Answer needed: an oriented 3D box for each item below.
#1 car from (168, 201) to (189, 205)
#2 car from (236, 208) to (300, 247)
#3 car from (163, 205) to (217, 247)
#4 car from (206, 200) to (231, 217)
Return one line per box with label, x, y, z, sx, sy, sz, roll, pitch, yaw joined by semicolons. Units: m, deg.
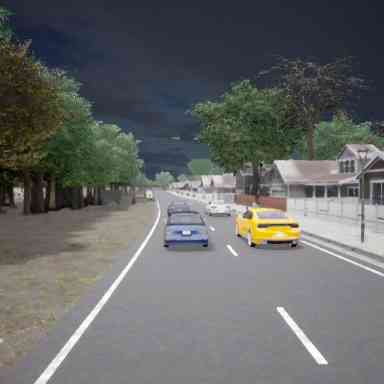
car;-1.206;1.460;29.775;1.994;1.385;4.181;0;0;-5
car;3.194;1.452;14.873;1.882;1.535;5.008;0;0;-2
car;-0.303;1.532;14.734;2.033;1.411;5.357;0;0;-2
car;2.283;1.416;30.054;1.812;1.442;4.674;0;0;-5
